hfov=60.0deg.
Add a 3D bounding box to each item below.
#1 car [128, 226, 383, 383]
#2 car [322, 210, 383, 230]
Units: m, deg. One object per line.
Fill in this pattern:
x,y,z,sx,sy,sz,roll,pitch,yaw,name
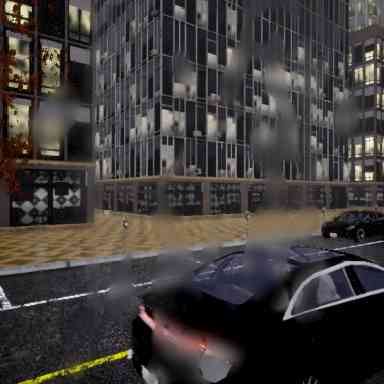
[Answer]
1.591,1.491,4.451,4.902,1.511,2.128,0,0,-35,car
8.140,1.563,16.226,4.313,1.339,1.947,0,0,-36,car
